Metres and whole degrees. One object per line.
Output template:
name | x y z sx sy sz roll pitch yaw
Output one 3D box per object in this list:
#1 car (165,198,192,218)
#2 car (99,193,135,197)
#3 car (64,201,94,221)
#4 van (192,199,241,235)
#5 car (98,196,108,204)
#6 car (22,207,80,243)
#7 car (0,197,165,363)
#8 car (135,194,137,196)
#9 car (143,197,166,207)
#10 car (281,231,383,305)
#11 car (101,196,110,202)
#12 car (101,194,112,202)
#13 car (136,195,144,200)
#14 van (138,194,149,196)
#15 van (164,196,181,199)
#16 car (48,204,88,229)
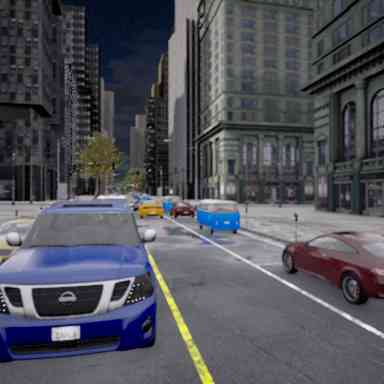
car | -0.951 1.543 29.523 1.887 1.381 4.507 0 0 -12
car | -4.666 1.221 19.339 2.150 2.045 5.566 0 0 -12
car | -9.318 1.545 27.739 1.887 1.381 4.507 0 0 -12
van | 1.376 1.339 18.722 1.690 1.788 3.998 0 0 -12
car | -17.297 1.544 64.813 1.752 1.417 4.829 0 0 -12
car | -6.987 1.545 16.937 1.887 1.381 4.507 0 0 -12
car | -1.982 1.221 6.405 2.150 2.045 5.566 0 0 -12
car | -12.412 1.577 82.637 1.887 1.381 4.507 0 0 -12
car | -3.666 1.477 29.315 1.882 1.535 5.008 0 0 -12
car | 3.702 1.581 7.919 1.802 1.307 4.206 0 0 -12
car | -19.556 1.573 75.323 1.887 1.381 4.507 0 0 -12
car | -20.670 1.349 80.494 2.192 1.841 5.009 0 0 -12
car | -14.693 1.596 93.220 2.008 1.369 4.403 0 0 -12
van | -10.130 1.363 72.054 1.690 1.788 3.998 0 0 -12
van | -2.113 1.341 34.925 1.690 1.788 3.998 0 0 -12
car | -8.152 1.545 22.338 1.887 1.381 4.507 0 0 -12
